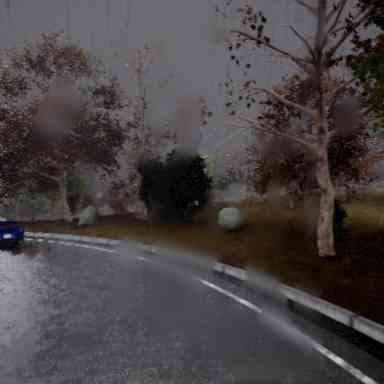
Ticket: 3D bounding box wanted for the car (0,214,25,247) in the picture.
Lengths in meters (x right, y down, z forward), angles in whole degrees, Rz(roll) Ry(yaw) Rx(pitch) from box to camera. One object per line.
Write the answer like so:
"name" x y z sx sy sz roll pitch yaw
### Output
"car" -9.116 1.534 13.757 5.008 1.535 1.882 -1 0 29
